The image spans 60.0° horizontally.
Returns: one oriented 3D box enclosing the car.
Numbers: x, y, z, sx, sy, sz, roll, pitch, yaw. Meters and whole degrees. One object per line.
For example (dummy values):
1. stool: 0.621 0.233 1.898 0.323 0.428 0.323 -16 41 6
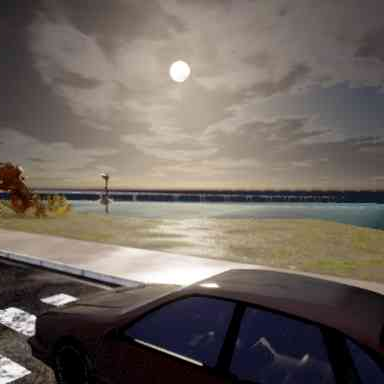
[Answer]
1. car: 0.600 1.542 3.258 5.357 1.411 2.033 0 0 35
